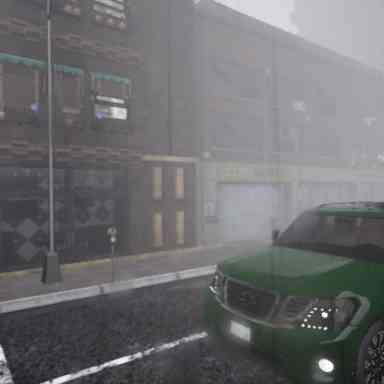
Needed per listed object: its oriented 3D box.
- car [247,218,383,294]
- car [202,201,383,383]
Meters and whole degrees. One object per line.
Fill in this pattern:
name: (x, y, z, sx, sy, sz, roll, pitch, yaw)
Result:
car: (3.771, 1.545, 9.281, 4.313, 1.339, 1.947, 0, 0, -36)
car: (2.782, 1.208, 5.383, 5.566, 2.045, 2.150, 0, 0, -36)
